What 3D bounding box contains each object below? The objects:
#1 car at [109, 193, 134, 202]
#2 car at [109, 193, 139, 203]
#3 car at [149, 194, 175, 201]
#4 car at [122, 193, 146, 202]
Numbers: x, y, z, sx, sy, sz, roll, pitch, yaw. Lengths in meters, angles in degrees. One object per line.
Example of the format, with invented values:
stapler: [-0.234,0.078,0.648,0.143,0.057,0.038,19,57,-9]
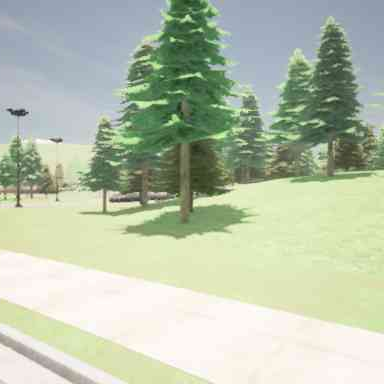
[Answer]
car: [-14.354,1.046,67.877,2.097,1.767,4.553,0,0,37]
car: [-12.225,1.336,58.958,1.895,1.301,4.718,0,0,36]
car: [-6.444,1.183,72.824,1.882,1.535,5.008,0,0,36]
car: [-11.496,1.071,65.821,2.097,1.767,4.553,0,1,37]
